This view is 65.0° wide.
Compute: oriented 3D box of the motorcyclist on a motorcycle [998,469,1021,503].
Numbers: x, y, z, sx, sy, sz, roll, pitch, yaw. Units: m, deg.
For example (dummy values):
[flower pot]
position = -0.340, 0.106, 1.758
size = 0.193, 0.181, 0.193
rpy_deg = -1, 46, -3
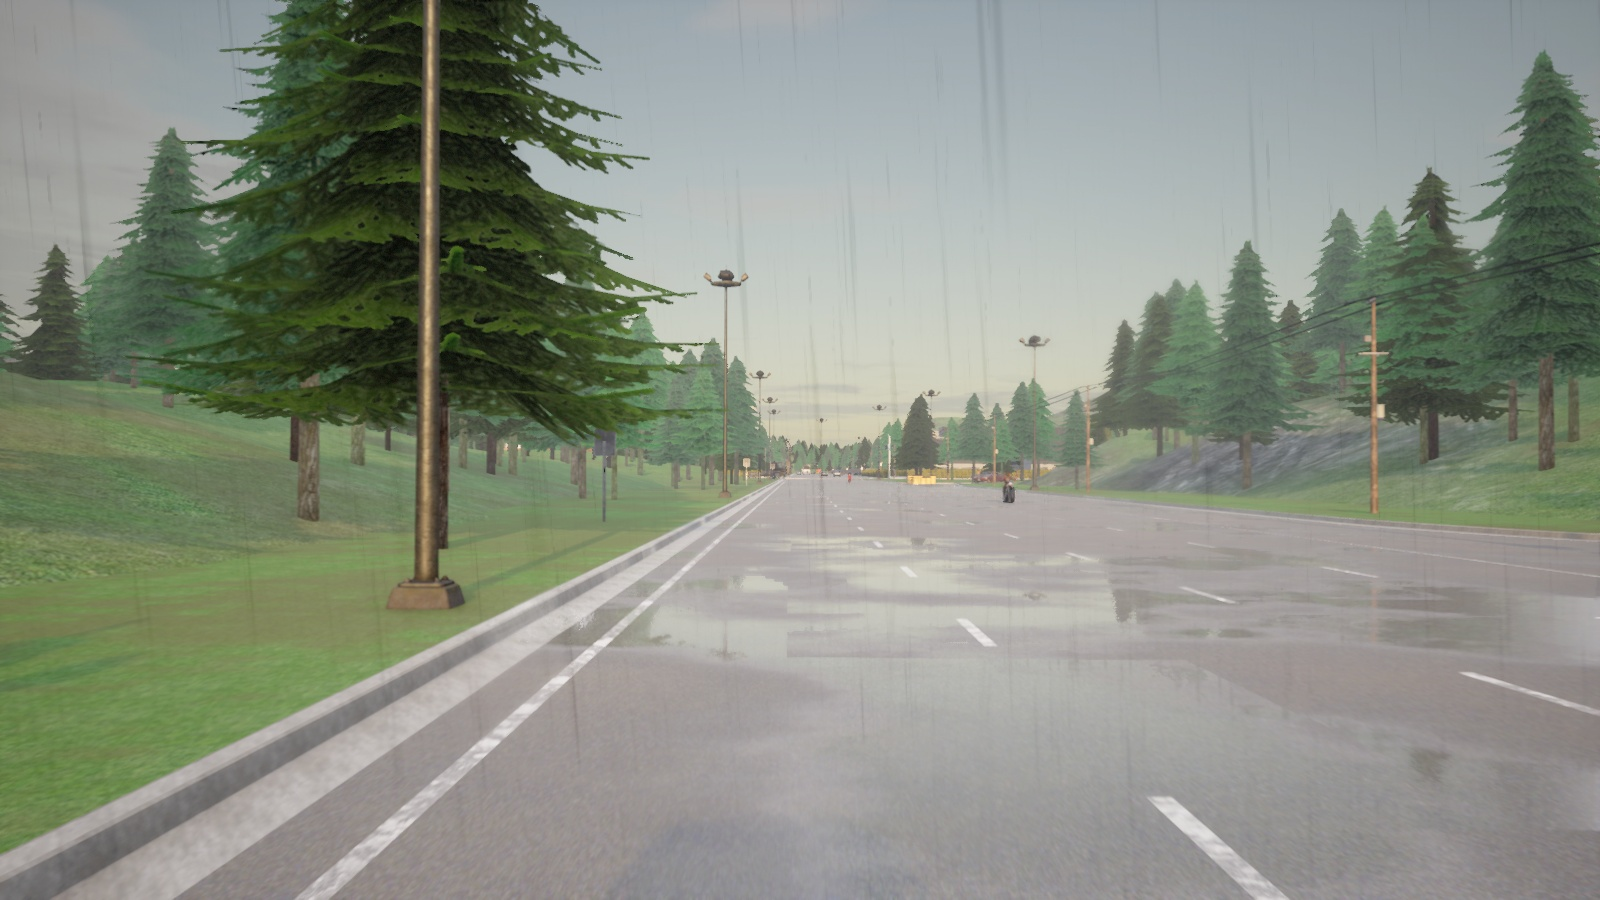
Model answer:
[motorcyclist on a motorcycle]
position = 10.349, 1.763, 62.102
size = 0.766, 1.649, 2.350
rpy_deg = 0, -1, 0
